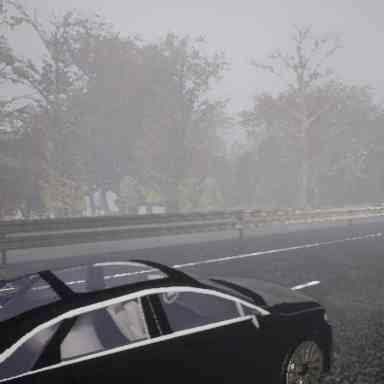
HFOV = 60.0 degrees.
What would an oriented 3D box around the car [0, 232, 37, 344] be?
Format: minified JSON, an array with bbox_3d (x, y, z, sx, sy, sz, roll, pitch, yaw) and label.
[{"bbox_3d":[-4.861,1.529,4.590,4.674,1.442,1.812,0,0,-35],"label":"car"}]

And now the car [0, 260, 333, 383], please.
[{"bbox_3d":[-0.527,1.490,3.387,4.902,1.511,2.128,0,0,-36],"label":"car"}]
